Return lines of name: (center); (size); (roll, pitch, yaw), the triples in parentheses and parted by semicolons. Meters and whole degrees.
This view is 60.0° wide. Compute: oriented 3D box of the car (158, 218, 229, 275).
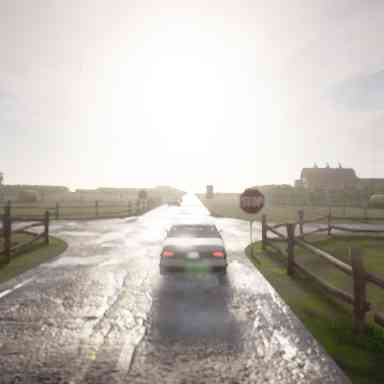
car: (0.048, 1.527, 10.313); (2.033, 1.411, 5.357); (0, 0, 0)

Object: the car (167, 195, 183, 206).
car: (-2.828, 1.512, 51.284); (1.895, 1.301, 4.718); (0, 0, 0)
